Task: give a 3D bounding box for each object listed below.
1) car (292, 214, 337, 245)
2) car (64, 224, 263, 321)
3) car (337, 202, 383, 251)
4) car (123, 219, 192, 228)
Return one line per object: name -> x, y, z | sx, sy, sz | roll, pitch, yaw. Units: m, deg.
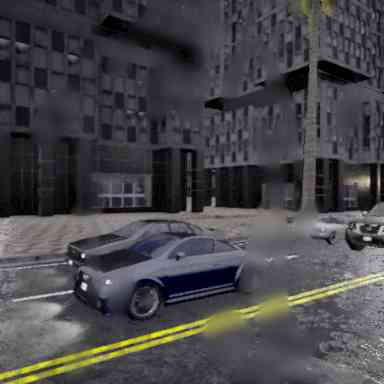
car -> 7.204, 1.796, 16.792 | 4.718, 1.301, 1.895 | 1, -1, -35
car -> -0.388, 1.610, 7.394 | 4.181, 1.385, 1.994 | 1, 0, -35
car -> 8.744, 1.411, 13.898 | 5.566, 2.045, 2.150 | 1, -1, -35
car -> -1.198, 1.609, 10.812 | 5.357, 1.411, 2.033 | 1, 0, -35
